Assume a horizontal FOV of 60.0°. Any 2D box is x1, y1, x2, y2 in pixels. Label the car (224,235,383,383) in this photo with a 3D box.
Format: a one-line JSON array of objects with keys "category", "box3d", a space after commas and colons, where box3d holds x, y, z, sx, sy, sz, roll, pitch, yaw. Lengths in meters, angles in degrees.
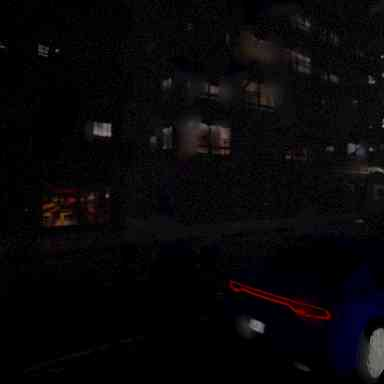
[{"category": "car", "box3d": [2.785, 1.462, 5.487, 5.008, 1.535, 1.882, 0, 0, -36]}]
